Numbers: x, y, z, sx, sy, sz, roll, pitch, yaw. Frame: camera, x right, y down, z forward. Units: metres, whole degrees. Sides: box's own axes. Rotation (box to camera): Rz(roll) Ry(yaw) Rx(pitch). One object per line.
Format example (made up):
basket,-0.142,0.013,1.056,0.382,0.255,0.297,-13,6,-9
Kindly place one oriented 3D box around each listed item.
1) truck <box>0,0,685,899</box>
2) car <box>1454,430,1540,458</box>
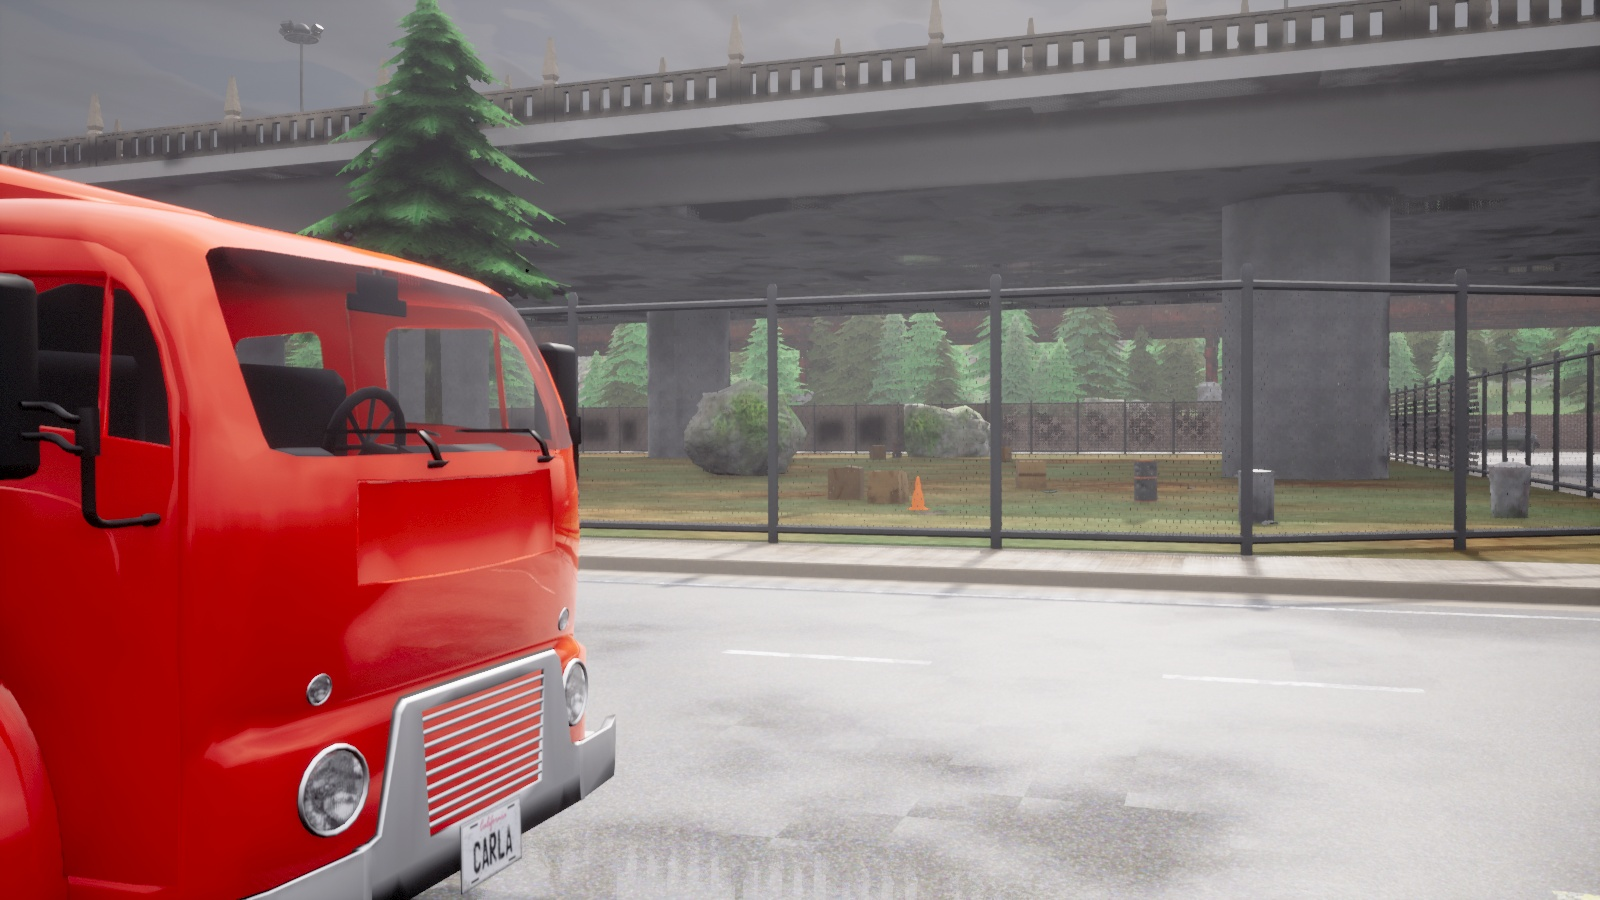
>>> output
truck,-3.323,0.266,4.303,5.204,2.467,2.627,0,1,19
car,44.795,-0.386,80.837,4.553,1.767,2.097,1,1,20
